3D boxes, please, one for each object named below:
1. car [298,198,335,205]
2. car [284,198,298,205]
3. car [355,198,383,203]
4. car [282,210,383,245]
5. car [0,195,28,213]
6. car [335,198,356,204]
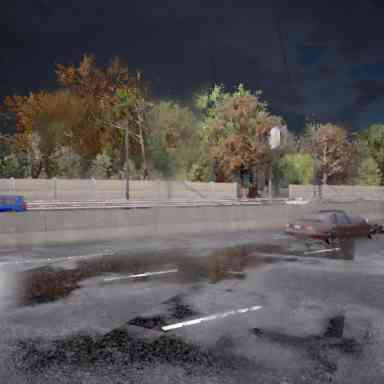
[{"bbox_3d":[16.027,1.492,41.456,4.902,1.511,2.128,0,0,-30],"label":"car"},{"bbox_3d":[14.406,1.527,44.574,4.674,1.442,1.812,0,0,-30],"label":"car"},{"bbox_3d":[20.552,1.549,35.990,5.357,1.411,2.033,0,0,-30],"label":"car"},{"bbox_3d":[6.693,1.546,15.559,5.357,1.411,2.033,0,0,-30],"label":"car"},{"bbox_3d":[-14.713,1.222,23.612,5.566,2.045,2.150,0,0,-30],"label":"car"},{"bbox_3d":[19.917,1.493,39.666,4.902,1.511,2.128,0,0,-30],"label":"car"}]
